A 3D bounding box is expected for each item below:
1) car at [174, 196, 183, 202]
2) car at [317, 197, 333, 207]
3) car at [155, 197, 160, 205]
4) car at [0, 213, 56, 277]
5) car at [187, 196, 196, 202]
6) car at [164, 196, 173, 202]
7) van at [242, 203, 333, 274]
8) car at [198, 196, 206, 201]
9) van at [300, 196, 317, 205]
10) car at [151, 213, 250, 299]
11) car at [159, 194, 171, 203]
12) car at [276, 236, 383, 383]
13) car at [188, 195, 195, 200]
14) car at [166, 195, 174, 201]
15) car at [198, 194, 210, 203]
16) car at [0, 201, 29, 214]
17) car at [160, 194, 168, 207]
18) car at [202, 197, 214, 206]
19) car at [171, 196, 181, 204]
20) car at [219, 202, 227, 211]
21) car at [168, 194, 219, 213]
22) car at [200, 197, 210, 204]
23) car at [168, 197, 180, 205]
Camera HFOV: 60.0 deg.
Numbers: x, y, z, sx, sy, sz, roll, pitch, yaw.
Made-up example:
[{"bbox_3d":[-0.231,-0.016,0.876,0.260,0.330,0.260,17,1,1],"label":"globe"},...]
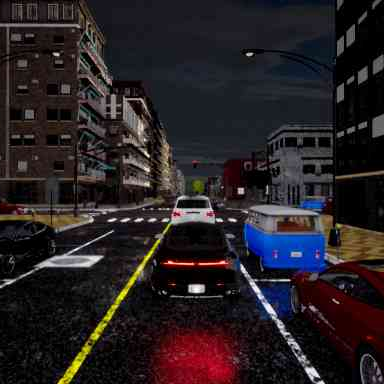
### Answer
[{"bbox_3d":[-3.164,1.624,78.135,1.994,1.385,4.181,0,0,0],"label":"car"},{"bbox_3d":[14.857,1.359,31.182,5.009,1.841,2.192,0,0,0],"label":"car"},{"bbox_3d":[-5.814,1.569,60.402,1.752,1.417,4.829,0,0,0],"label":"car"},{"bbox_3d":[-5.709,1.567,10.273,1.947,1.339,4.313,0,0,0],"label":"car"},{"bbox_3d":[-0.170,1.618,81.435,2.033,1.411,5.357,0,0,0],"label":"car"},{"bbox_3d":[-5.861,1.631,82.730,2.008,1.369,4.403,0,0,0],"label":"car"},{"bbox_3d":[2.639,1.342,10.265,1.690,1.788,3.998,0,0,0],"label":"van"},{"bbox_3d":[2.508,1.643,88.287,2.008,1.369,4.403,0,0,0],"label":"car"},{"bbox_3d":[14.817,1.426,39.562,3.998,1.788,1.690,0,0,0],"label":"van"},{"bbox_3d":[0.080,1.506,8.447,1.837,1.490,4.892,0,0,0],"label":"car"},{"bbox_3d":[-5.836,1.375,71.652,2.192,1.841,5.009,0,0,0],"label":"car"},{"bbox_3d":[2.651,1.582,4.576,1.802,1.307,4.206,0,0,0],"label":"car"},{"bbox_3d":[-0.191,1.584,91.885,1.895,1.301,4.718,0,0,0],"label":"car"},{"bbox_3d":[-5.872,1.617,88.099,1.752,1.417,4.829,0,0,0],"label":"car"},{"bbox_3d":[2.544,1.375,71.670,2.192,1.841,5.009,0,0,0],"label":"car"},{"bbox_3d":[-17.531,1.535,31.034,4.206,1.307,1.802,0,0,0],"label":"car"},{"bbox_3d":[-3.204,1.382,50.120,2.097,1.767,4.553,0,0,0],"label":"car"},{"bbox_3d":[2.578,1.562,55.222,1.752,1.417,4.829,0,0,0],"label":"car"},{"bbox_3d":[-3.156,1.580,68.119,1.812,1.442,4.674,0,0,0],"label":"car"},{"bbox_3d":[1.734,1.590,40.429,2.033,1.411,5.357,0,0,-44],"label":"car"},{"bbox_3d":[0.051,1.225,18.448,2.150,2.045,5.566,0,0,0],"label":"car"},{"bbox_3d":[2.555,1.633,66.130,1.802,1.307,4.206,0,0,0],"label":"car"},{"bbox_3d":[-3.199,1.642,59.063,1.895,1.301,4.718,0,0,0],"label":"car"}]
